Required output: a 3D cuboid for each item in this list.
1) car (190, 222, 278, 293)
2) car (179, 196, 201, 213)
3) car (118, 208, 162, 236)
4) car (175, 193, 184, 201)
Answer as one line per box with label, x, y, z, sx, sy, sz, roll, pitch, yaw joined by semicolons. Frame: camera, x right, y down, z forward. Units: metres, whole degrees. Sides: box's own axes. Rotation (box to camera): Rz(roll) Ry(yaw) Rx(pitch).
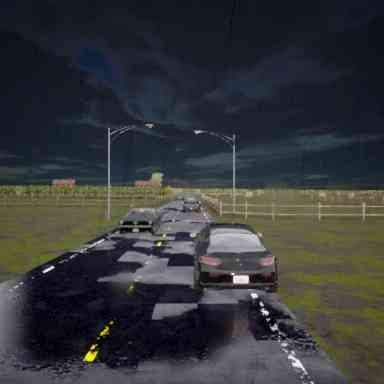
car;0.939;1.525;8.722;1.812;1.442;4.674;0;0;0
car;-0.034;1.482;36.560;2.128;1.511;4.902;0;0;0
car;-2.802;1.598;18.728;1.895;1.301;4.718;0;0;0
car;-2.993;1.180;83.673;2.150;2.045;5.566;0;0;0
